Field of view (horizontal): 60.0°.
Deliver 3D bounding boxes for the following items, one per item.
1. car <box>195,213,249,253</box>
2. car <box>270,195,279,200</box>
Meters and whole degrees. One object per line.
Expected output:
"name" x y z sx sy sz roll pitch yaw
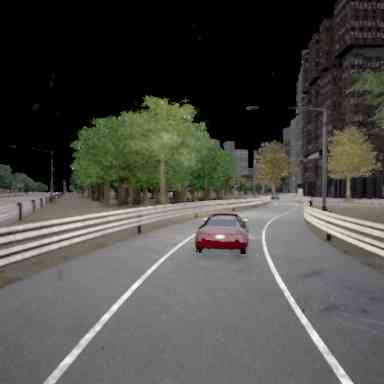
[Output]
"car" 1.361 1.572 13.880 1.994 1.385 4.181 0 0 10
"car" 22.300 1.497 89.507 1.812 1.442 4.674 0 0 4
